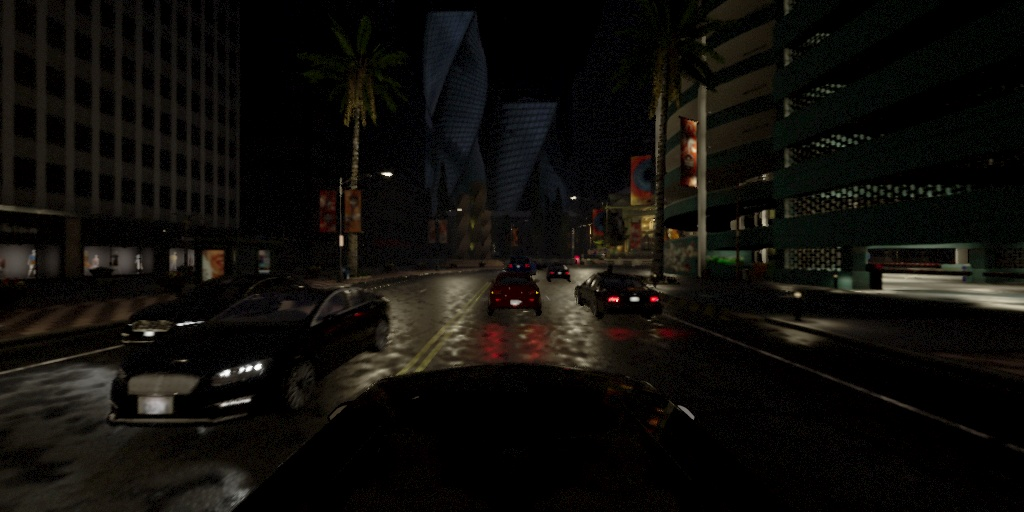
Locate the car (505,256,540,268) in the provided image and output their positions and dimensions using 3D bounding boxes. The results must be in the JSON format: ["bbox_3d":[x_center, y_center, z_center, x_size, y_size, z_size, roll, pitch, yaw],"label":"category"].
[{"bbox_3d":[1.082,1.049,34.956,2.150,2.045,5.566,0,0,11],"label":"car"}]

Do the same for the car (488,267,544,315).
[{"bbox_3d":[0.085,1.303,13.597,1.812,1.442,4.674,0,0,0],"label":"car"}]

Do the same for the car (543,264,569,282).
[{"bbox_3d":[3.874,1.363,30.013,2.033,1.411,5.357,0,0,5],"label":"car"}]

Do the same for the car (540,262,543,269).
[{"bbox_3d":[2.886,1.461,49.130,1.895,1.301,4.718,0,0,33],"label":"car"}]

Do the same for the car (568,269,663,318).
[{"bbox_3d":[3.599,1.323,13.030,2.033,1.411,5.357,0,0,0],"label":"car"}]

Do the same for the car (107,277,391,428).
[{"bbox_3d":[-3.597,1.252,6.070,2.128,1.511,4.902,0,0,0],"label":"car"}]

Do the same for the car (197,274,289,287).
[{"bbox_3d":[-7.092,1.273,9.440,1.837,1.490,4.892,0,0,0],"label":"car"}]
